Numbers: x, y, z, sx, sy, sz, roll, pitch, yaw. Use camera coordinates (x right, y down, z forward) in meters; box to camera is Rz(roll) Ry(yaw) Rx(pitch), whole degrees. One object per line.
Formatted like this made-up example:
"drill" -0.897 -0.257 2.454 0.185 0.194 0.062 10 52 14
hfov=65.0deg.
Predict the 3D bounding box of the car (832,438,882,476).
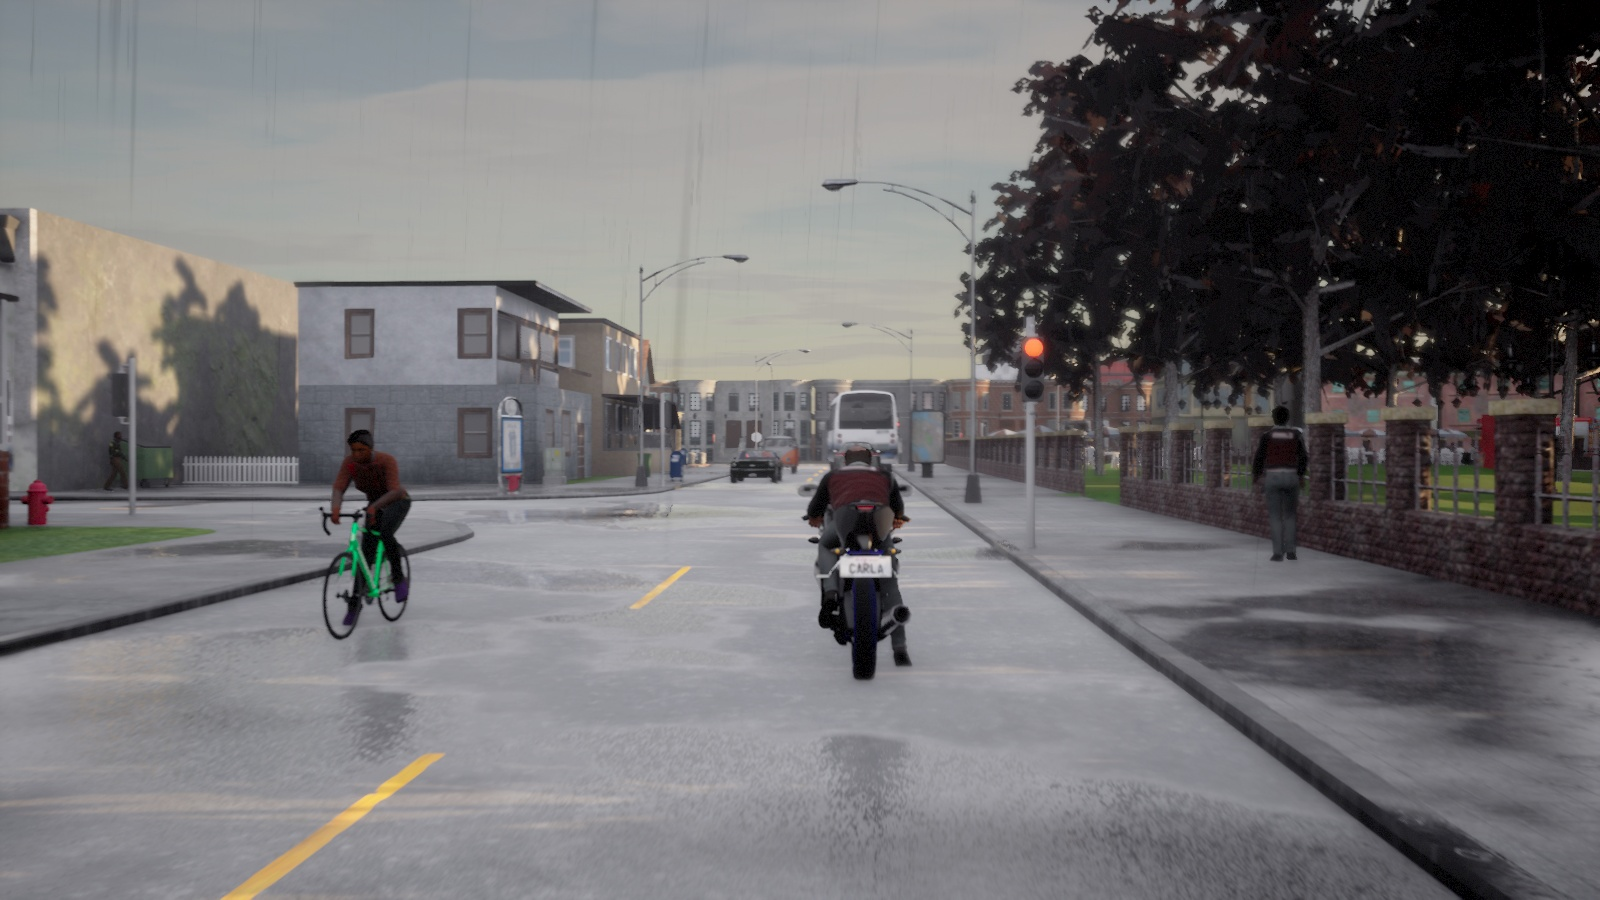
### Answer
"car" 2.547 0.301 57.115 2.152 1.651 5.027 0 0 2

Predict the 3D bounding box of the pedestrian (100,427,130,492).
"pedestrian" -20.645 0.286 37.855 0.692 1.930 0.395 0 0 -7

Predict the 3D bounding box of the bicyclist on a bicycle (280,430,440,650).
"bicyclist on a bicycle" -3.490 0.656 10.102 0.582 1.620 1.656 0 0 5

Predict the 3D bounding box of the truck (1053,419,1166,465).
"truck" 23.459 -0.594 95.519 7.936 3.462 2.891 0 0 3

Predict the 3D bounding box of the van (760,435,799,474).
"van" -1.063 0.235 66.008 1.775 1.987 4.442 0 0 3

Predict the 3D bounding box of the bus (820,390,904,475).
"bus" 3.235 -0.900 68.694 3.944 4.253 10.273 0 0 -1

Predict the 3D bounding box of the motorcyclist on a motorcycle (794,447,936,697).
"motorcyclist on a motorcycle" 0.406 0.747 8.795 0.866 1.530 2.191 0 0 0

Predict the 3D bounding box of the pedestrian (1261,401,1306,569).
"pedestrian" 5.689 0.403 14.788 0.402 1.930 0.666 0 0 13

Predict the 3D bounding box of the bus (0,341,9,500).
"bus" -26.546 -0.782 32.056 10.273 4.253 3.944 0 0 2

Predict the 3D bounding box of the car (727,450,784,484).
"car" -1.755 0.643 50.704 1.895 1.301 4.718 0 0 3
